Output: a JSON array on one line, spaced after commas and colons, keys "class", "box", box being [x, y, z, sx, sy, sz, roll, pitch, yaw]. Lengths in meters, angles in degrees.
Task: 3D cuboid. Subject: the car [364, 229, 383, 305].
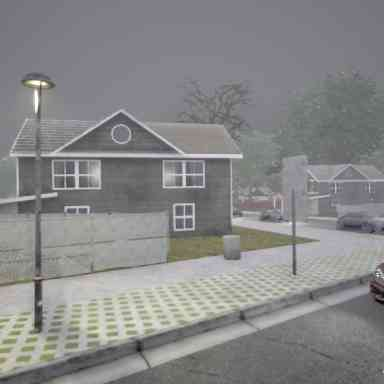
[{"class": "car", "box": [5.605, 1.532, 6.884, 4.674, 1.442, 1.812, 0, 0, -34]}]

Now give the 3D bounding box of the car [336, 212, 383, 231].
[{"class": "car", "box": [11.642, 2.020, 22.276, 1.994, 1.385, 4.181, -1, -2, -14]}]

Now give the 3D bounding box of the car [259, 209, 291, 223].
[{"class": "car", "box": [8.628, 2.468, 34.648, 1.994, 1.385, 4.181, -1, -2, -13]}]

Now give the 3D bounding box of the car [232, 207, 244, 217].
[{"class": "car", "box": [5.570, 2.873, 47.454, 2.033, 1.411, 5.357, -1, -2, -13]}]
